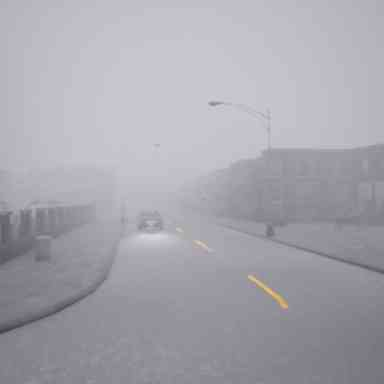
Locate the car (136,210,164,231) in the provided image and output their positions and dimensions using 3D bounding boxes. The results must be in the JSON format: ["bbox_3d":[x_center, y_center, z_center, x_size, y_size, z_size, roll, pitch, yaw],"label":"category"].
[{"bbox_3d":[-3.299,2.141,25.989,2.128,1.511,4.902,0,-1,-10],"label":"car"}]
